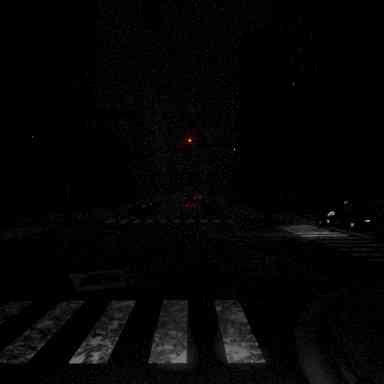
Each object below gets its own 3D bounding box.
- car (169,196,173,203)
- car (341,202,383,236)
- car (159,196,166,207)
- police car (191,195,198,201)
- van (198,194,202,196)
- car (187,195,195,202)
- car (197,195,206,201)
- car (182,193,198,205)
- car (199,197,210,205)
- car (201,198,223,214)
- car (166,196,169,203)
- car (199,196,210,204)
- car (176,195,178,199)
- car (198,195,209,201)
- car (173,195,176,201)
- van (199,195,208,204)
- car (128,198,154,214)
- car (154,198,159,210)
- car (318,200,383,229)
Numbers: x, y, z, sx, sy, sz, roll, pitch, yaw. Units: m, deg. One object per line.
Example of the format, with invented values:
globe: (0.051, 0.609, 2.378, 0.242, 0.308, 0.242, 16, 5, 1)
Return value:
car: (-5.628, 1.552, 69.253, 1.967, 1.590, 4.097, 0, 0, 0)
car: (10.860, 1.448, 17.433, 4.902, 1.511, 2.128, 0, 0, 0)
car: (-5.653, 1.653, 52.721, 1.802, 1.307, 4.206, 0, 0, 0)
police car: (0.618, 1.599, 90.257, 1.930, 1.638, 5.238, 0, 0, 0)
van: (2.381, 1.424, 58.220, 1.690, 1.788, 3.998, 0, 0, 0)
car: (-0.232, 1.480, 73.713, 1.812, 1.442, 4.674, 0, 0, 0)
car: (2.423, 1.600, 85.774, 1.967, 1.590, 4.097, 0, 0, 0)
car: (-0.248, 1.317, 63.358, 2.150, 2.045, 5.566, 0, 0, 0)
car: (2.389, 1.647, 63.730, 2.008, 1.369, 4.403, 0, 0, 0)
car: (2.347, 1.606, 36.176, 1.947, 1.339, 4.313, 0, 0, 0)
car: (-5.644, 1.634, 58.232, 2.008, 1.369, 4.403, 0, 0, 0)
car: (2.364, 1.641, 47.199, 1.802, 1.307, 4.206, 0, 0, 0)
car: (-5.593, 1.721, 91.297, 1.887, 1.381, 4.507, 0, 0, 0)
car: (2.372, 1.637, 52.709, 1.947, 1.339, 4.313, 0, 0, 0)
car: (-5.611, 1.694, 80.275, 2.008, 1.369, 4.403, 0, 0, 0)
van: (2.397, 1.453, 69.241, 1.690, 1.788, 3.998, 0, 0, 0)
car: (-5.678, 1.480, 36.189, 1.967, 1.590, 4.097, 0, 0, 0)
car: (-5.669, 1.490, 41.700, 1.967, 1.590, 4.097, 0, 0, 0)
car: (10.304, 1.315, 20.768, 4.553, 1.767, 2.097, 0, 0, 2)
